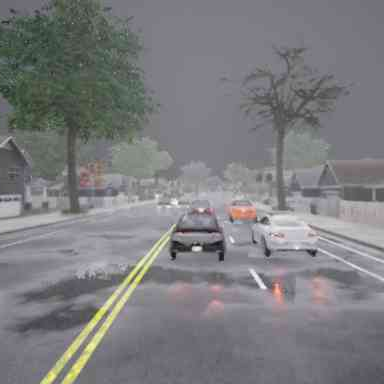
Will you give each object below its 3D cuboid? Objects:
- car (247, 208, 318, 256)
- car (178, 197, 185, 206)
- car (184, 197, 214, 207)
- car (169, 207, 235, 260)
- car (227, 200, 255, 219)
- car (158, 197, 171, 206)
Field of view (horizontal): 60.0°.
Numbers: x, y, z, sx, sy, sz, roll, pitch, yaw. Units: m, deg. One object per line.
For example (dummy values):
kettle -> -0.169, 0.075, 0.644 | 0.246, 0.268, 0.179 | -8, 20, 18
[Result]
car -> 3.516, 1.566, 13.181 | 1.812, 1.442, 4.674 | 0, 0, 2
car -> -1.377, 1.645, 58.333 | 1.812, 1.442, 4.674 | 0, 0, 3
car -> 0.767, 1.424, 27.439 | 2.097, 1.767, 4.553 | 0, 0, 3
car -> 0.241, 1.530, 12.565 | 2.128, 1.511, 4.902 | 0, 0, 2
car -> 4.015, 1.425, 27.314 | 2.097, 1.767, 4.553 | 0, 0, 3
car -> -4.686, 1.621, 57.210 | 1.837, 1.490, 4.892 | 0, 0, 3
